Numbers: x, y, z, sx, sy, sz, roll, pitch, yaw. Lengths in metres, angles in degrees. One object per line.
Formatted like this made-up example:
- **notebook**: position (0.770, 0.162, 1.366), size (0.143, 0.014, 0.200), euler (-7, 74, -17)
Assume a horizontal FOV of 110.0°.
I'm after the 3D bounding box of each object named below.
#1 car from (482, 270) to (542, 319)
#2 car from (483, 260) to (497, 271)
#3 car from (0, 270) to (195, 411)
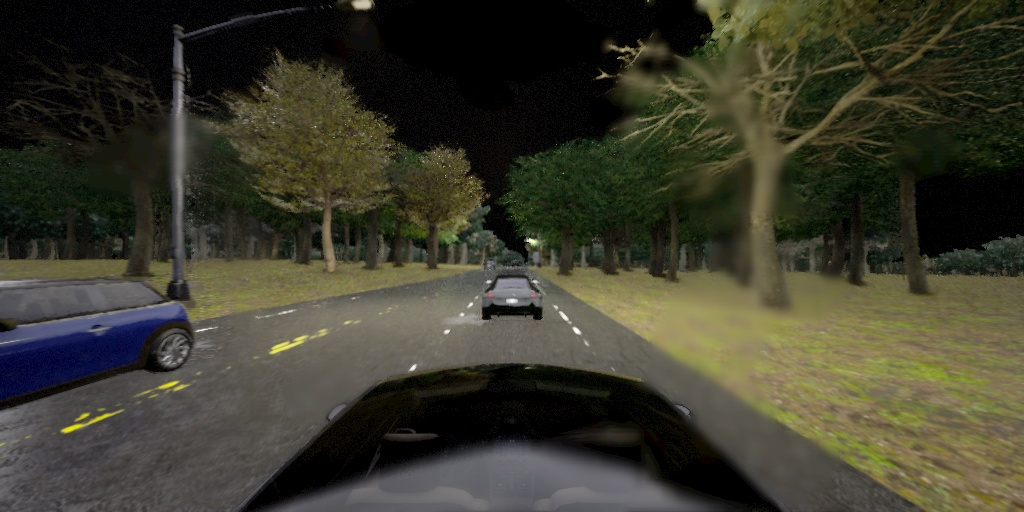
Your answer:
- **car**: position (0.005, 1.360, 12.992), size (1.994, 1.385, 4.181), euler (0, 0, 0)
- **car**: position (-3.366, 1.422, 55.391), size (2.128, 1.511, 4.902), euler (0, -1, 0)
- **car**: position (-6.922, 1.113, 4.630), size (2.097, 1.767, 4.553), euler (0, 0, 1)
